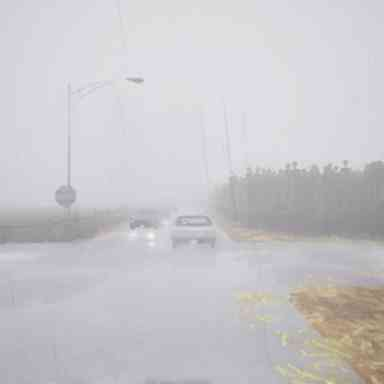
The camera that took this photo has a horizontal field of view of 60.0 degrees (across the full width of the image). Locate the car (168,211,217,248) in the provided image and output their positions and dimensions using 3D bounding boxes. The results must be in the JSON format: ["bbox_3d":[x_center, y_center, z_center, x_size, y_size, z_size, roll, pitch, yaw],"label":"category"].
[{"bbox_3d":[0.079,1.766,15.635,1.895,1.301,4.718,0,-1,0],"label":"car"}]

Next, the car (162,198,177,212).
[{"bbox_3d":[-3.191,1.772,44.988,2.150,2.045,5.566,0,-1,0],"label":"car"}]

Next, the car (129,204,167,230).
[{"bbox_3d":[-3.217,1.865,24.143,2.033,1.411,5.357,0,-1,0],"label":"car"}]

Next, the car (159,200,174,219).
[{"bbox_3d":[-3.224,1.930,34.336,1.882,1.535,5.008,0,-1,0],"label":"car"}]
